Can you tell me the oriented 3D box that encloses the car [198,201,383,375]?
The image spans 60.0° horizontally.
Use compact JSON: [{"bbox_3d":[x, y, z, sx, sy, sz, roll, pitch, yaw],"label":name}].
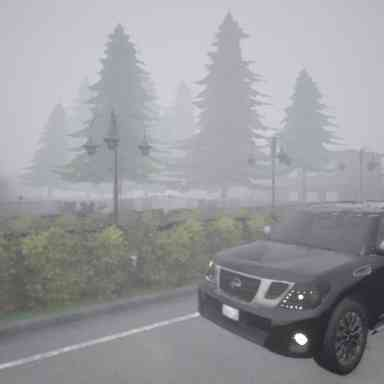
[{"bbox_3d":[2.754,1.212,5.945,5.566,2.045,2.150,0,0,-35],"label":"car"}]
